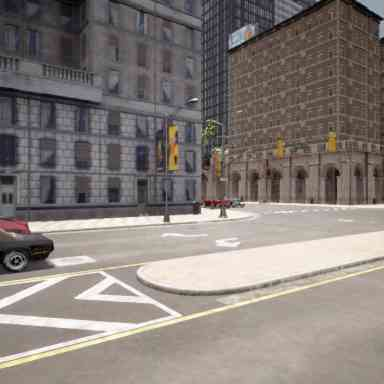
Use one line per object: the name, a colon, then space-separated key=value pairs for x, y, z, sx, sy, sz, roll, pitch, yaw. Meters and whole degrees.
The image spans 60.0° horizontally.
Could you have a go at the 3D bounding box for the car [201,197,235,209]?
car: x=3.280 y=1.477 z=46.419 sx=1.882 sy=1.535 sz=5.008 roll=0 pitch=0 yaw=-35

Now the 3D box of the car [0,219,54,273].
car: x=-6.499 y=1.601 z=9.208 sx=4.718 sy=1.301 sz=1.895 roll=0 pitch=0 yaw=-35

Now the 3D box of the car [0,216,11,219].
car: x=-8.443 y=1.526 z=12.113 sx=4.674 sy=1.442 sz=1.812 roll=0 pitch=0 yaw=-35

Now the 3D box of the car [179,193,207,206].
car: x=0.072 y=1.221 z=57.150 sx=2.150 sy=2.045 sz=5.566 roll=0 pitch=0 yaw=-34

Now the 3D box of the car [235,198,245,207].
car: x=5.710 y=1.491 z=49.049 sx=2.128 sy=1.511 sz=4.902 roll=0 pitch=0 yaw=-35
